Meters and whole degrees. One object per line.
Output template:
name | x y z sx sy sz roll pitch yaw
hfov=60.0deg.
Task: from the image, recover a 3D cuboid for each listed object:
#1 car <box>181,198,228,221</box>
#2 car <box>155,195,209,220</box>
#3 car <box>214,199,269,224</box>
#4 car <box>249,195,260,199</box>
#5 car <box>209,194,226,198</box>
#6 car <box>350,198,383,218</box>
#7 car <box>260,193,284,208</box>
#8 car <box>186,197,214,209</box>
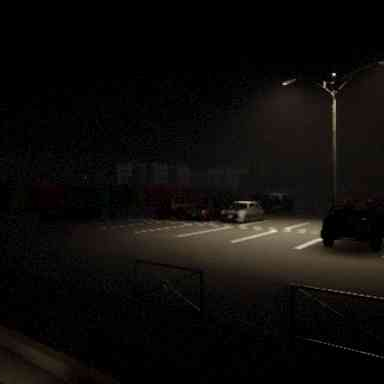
car | 1.276 1.410 25.457 1.784 1.438 3.905 0 0 36
car | -0.927 1.197 26.990 1.932 1.855 4.605 0 0 36
car | 3.620 1.444 23.758 1.970 1.475 3.806 0 0 36
car | 11.331 1.434 58.354 1.970 1.475 3.806 0 0 36
car | 3.411 1.193 42.444 1.932 1.855 4.605 0 0 36
car | 17.150 1.449 32.607 1.970 1.475 3.806 0 0 36
car | 13.669 1.197 56.647 1.905 1.878 3.866 0 0 36
car | 1.102 1.402 44.195 1.784 1.438 3.905 0 0 36
